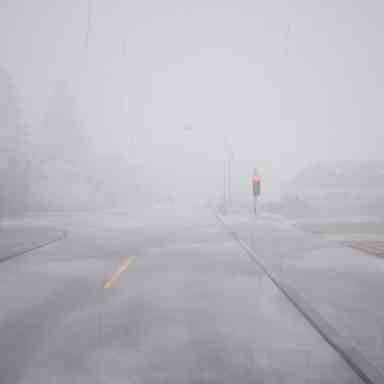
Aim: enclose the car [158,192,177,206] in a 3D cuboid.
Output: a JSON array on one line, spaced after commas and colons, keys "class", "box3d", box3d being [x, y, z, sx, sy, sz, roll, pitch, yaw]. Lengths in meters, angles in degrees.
[{"class": "car", "box3d": [-4.064, 1.089, 52.650, 2.150, 2.045, 5.566, 0, 0, 0]}]
